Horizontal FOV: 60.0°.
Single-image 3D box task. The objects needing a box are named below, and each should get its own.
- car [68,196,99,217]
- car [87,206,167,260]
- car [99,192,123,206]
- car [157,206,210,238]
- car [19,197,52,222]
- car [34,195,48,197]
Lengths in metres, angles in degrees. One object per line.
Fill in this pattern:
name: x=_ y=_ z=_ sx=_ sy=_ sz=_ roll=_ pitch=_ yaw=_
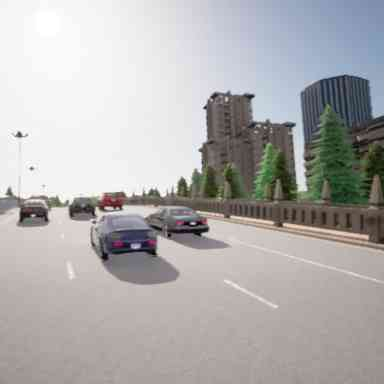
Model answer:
car: x=-9.863 y=1.159 z=29.518 sx=2.097 sy=1.767 sz=4.553 roll=0 pitch=0 yaw=-23
car: x=-2.593 y=1.450 z=12.182 sx=1.812 sy=1.442 sz=4.674 roll=0 pitch=0 yaw=-23
car: x=-9.075 y=0.989 z=36.685 sx=2.150 sy=2.045 sz=5.566 roll=0 pitch=0 yaw=-22
car: x=-0.927 y=1.447 z=17.258 sx=2.033 sy=1.411 sz=5.357 roll=0 pitch=0 yaw=-23
car: x=-11.565 y=1.335 z=24.529 sx=1.837 sy=1.490 sz=4.892 roll=0 pitch=0 yaw=-23
car: x=-17.309 y=1.113 z=38.223 sx=2.097 sy=1.767 sz=4.553 roll=0 pitch=0 yaw=-22
